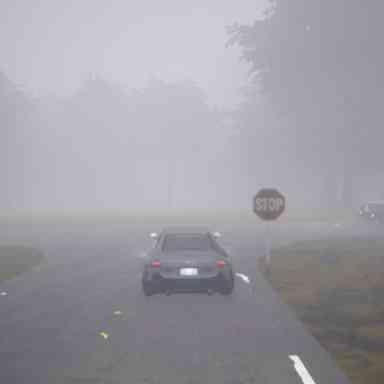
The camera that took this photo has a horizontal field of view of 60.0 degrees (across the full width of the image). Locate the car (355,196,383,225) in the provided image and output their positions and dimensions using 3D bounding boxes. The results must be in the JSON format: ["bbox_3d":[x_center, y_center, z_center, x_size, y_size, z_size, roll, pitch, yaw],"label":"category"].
[{"bbox_3d":[13.153,0.894,20.563,5.566,2.045,2.150,-1,1,-1],"label":"car"}]

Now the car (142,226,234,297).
[{"bbox_3d":[-0.158,1.550,8.609,1.994,1.385,4.181,0,0,-3],"label":"car"}]
